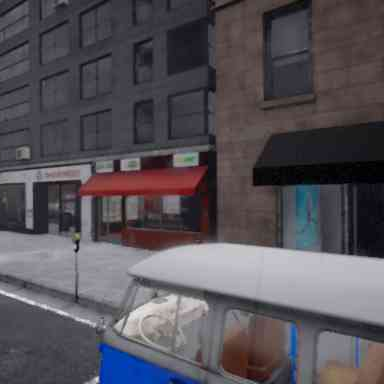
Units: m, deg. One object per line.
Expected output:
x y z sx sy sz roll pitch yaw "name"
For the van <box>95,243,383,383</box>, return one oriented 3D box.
1.100 1.342 2.083 3.998 1.788 1.690 0 -1 36 "van"
